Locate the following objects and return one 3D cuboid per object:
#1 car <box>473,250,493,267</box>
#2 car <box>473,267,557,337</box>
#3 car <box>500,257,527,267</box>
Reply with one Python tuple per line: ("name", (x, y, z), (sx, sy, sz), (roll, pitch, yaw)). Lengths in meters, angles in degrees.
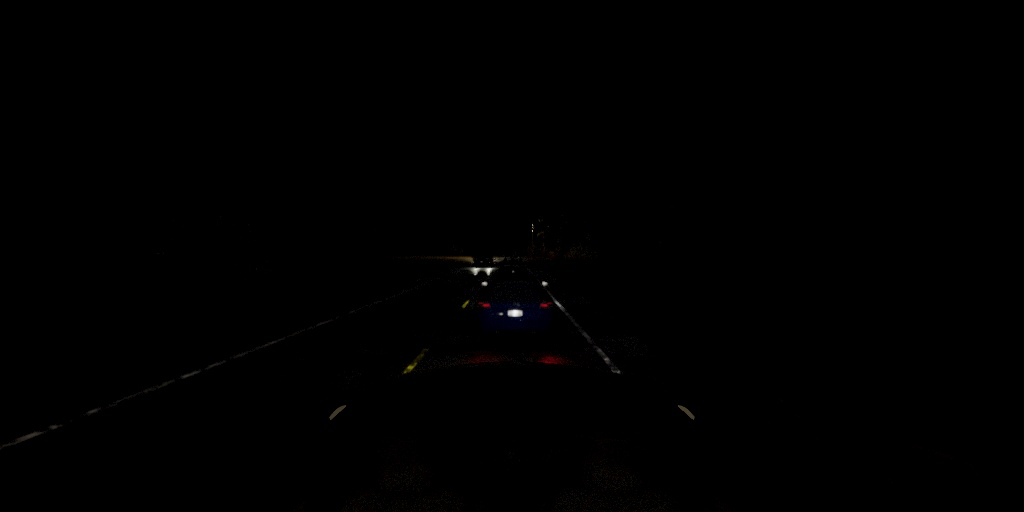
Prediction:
("car", (-3.576, 0.297, 44.884), (2.150, 2.045, 5.566), (0, 1, 0))
("car", (0.078, 1.185, 9.862), (1.994, 1.385, 4.181), (0, 1, 0))
("car", (0.090, 0.832, 27.744), (2.128, 1.511, 4.902), (0, 1, 0))
